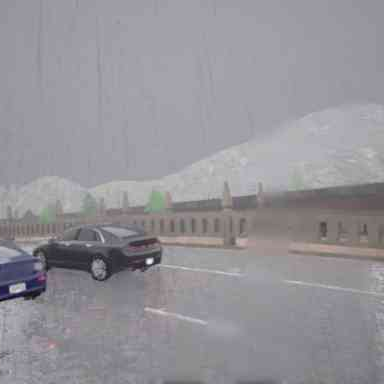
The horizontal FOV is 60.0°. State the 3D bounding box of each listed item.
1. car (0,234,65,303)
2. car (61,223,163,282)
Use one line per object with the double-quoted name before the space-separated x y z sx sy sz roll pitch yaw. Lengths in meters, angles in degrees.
"car" -5.213 1.785 7.709 4.674 1.442 1.812 -3 -2 35
"car" -3.135 1.760 10.526 4.892 1.490 1.837 -3 -2 35
